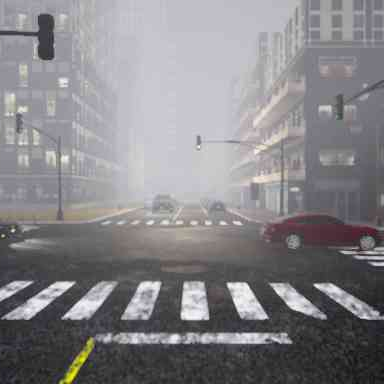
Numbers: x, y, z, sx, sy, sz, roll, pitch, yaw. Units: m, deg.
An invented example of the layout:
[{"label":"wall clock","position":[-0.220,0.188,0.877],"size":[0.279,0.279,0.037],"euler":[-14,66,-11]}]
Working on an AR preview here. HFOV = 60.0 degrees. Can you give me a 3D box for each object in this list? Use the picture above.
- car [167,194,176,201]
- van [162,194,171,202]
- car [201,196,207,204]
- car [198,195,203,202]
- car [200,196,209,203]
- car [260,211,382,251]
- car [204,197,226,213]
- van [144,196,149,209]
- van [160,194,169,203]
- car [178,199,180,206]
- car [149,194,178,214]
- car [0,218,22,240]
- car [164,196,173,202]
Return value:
[{"label":"car","position":[-5.671,1.380,91.602],"size":[2.192,1.841,5.009],"euler":[0,0,0]},{"label":"van","position":[-5.675,1.391,74.639],"size":[1.690,1.788,3.998],"euler":[0,0,0]},{"label":"car","position":[2.699,1.571,46.366],"size":[1.887,1.381,4.507],"euler":[0,0,0]},{"label":"car","position":[2.703,1.590,63.329],"size":[2.008,1.369,4.403],"euler":[0,0,0]},{"label":"car","position":[2.706,1.594,74.636],"size":[1.887,1.381,4.507],"euler":[0,0,0]},{"label":"car","position":[5.507,1.622,14.381],"size":[5.008,1.535,1.882],"euler":[1,0,-1]},{"label":"car","position":[2.697,1.585,36.399],"size":[1.947,1.339,4.313],"euler":[0,0,0]},{"label":"van","position":[-5.682,1.368,46.367],"size":[1.690,1.788,3.998],"euler":[0,0,0]},{"label":"van","position":[-5.677,1.386,68.984],"size":[1.690,1.788,3.998],"euler":[0,0,0]},{"label":"car","position":[-3.041,1.597,53.692],"size":[1.994,1.385,4.181],"euler":[0,0,0]},{"label":"car","position":[-3.078,1.243,36.588],"size":[2.150,2.045,5.566],"euler":[0,0,0]},{"label":"car","position":[-9.621,1.425,14.214],"size":[4.181,1.385,1.994],"euler":[1,0,-1]},{"label":"car","position":[-5.673,1.605,80.293],"size":[2.008,1.369,4.403],"euler":[0,0,0]}]
